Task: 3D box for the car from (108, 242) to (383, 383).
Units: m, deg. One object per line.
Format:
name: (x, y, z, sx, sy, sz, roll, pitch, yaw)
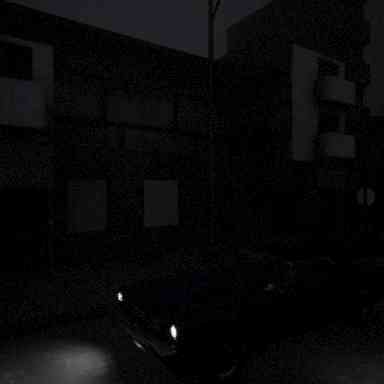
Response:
car: (1.145, 1.574, 5.395, 4.718, 1.301, 1.895, 0, 0, -35)
